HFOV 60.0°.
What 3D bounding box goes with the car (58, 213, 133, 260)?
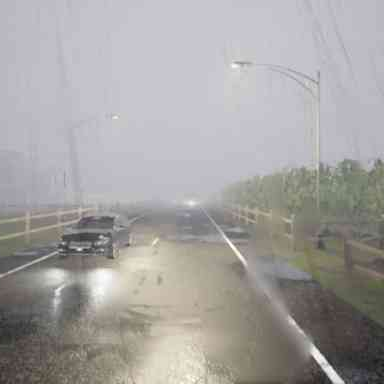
[{"bbox_3d":[-3.527,1.601,12.937,1.837,1.490,4.892,0,-1,1],"label":"car"}]
